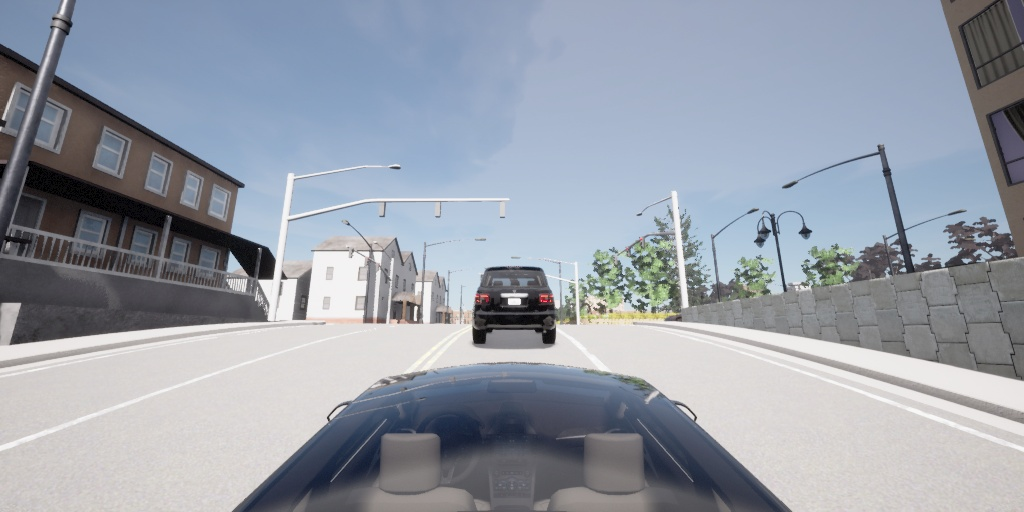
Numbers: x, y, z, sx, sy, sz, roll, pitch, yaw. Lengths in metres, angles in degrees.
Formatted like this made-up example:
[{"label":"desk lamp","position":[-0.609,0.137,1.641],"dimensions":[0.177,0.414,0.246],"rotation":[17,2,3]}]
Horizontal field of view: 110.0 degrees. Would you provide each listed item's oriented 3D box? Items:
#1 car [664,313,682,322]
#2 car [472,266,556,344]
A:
[{"label":"car","position":[15.857,5.445,31.691],"dimensions":[4.553,1.767,2.097],"rotation":[0,-12,1]},{"label":"car","position":[0.060,1.499,11.143],"dimensions":[2.150,2.045,5.566],"rotation":[0,-7,0]}]
